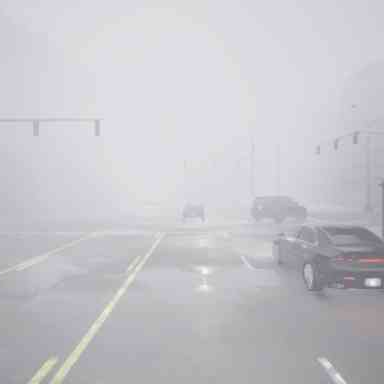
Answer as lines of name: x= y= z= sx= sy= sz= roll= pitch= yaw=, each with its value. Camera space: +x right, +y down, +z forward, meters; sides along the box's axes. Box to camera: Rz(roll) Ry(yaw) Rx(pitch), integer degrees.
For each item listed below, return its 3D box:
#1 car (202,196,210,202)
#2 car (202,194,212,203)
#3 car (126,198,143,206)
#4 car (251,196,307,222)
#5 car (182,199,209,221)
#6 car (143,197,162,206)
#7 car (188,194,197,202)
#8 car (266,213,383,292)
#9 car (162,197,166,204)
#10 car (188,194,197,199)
car: x=3.640 y=1.836 z=87.146 sx=1.994 sy=1.385 sz=4.181 roll=0 pitch=0 yaw=0
car: x=3.623 y=1.839 z=76.727 sx=1.837 sy=1.490 sz=4.892 roll=0 pitch=0 yaw=0
car: x=-10.444 y=1.798 z=59.395 sx=1.812 sy=1.442 sz=4.674 roll=0 pitch=0 yaw=1
car: x=7.043 y=1.342 z=26.717 sx=5.566 sy=2.045 sz=2.150 roll=1 pitch=-2 yaw=-44
car: x=0.132 y=1.624 z=28.907 sx=2.128 sy=1.511 sz=4.902 roll=0 pitch=0 yaw=0
car: x=-6.947 y=1.834 z=59.458 sx=1.994 sy=1.385 sz=4.181 roll=0 pitch=0 yaw=1
car: x=0.140 y=1.510 z=87.183 sx=2.150 sy=2.045 sz=5.566 roll=0 pitch=0 yaw=0
car: x=3.580 y=1.547 z=9.019 sx=1.837 sy=1.490 sz=4.892 roll=0 pitch=0 yaw=0
car: x=-6.880 y=1.867 z=75.092 sx=1.812 sy=1.442 sz=4.674 roll=0 pitch=0 yaw=0
car: x=0.124 y=1.698 z=77.120 sx=2.097 sy=1.767 sz=4.553 roll=0 pitch=0 yaw=0
